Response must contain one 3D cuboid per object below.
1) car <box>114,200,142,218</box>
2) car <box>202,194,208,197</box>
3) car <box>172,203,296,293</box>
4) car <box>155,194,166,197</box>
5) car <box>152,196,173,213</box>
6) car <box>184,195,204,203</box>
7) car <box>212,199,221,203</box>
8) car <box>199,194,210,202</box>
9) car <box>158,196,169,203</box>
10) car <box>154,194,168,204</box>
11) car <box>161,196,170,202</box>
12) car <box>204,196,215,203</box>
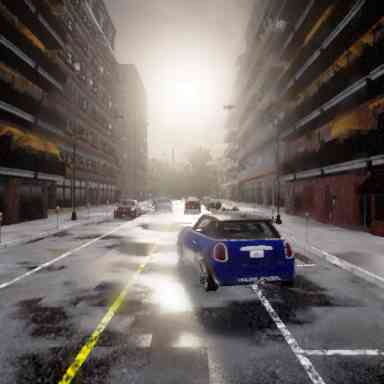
[{"bbox_3d":[-5.721,1.443,29.898,1.967,1.590,4.097,1,0,0],"label":"car"},{"bbox_3d":[2.796,1.533,52.315,1.752,1.417,4.829,1,0,0],"label":"car"},{"bbox_3d":[0.933,1.352,9.215,2.097,1.767,4.553,0,0,-12],"label":"car"},{"bbox_3d":[-5.855,1.560,57.739,2.008,1.369,4.403,1,0,0],"label":"car"},{"bbox_3d":[-3.118,1.530,37.499,1.812,1.442,4.674,0,0,0],"label":"car"},{"bbox_3d":[0.069,1.482,39.215,1.882,1.535,5.008,0,0,0],"label":"car"},{"bbox_3d":[2.690,1.527,24.474,1.752,1.417,4.829,1,0,0],"label":"car"},{"bbox_3d":[2.782,1.329,74.416,2.192,1.841,5.009,1,0,0],"label":"car"},{"bbox_3d":[-5.865,1.578,68.876,1.947,1.339,4.313,1,0,0],"label":"car"},{"bbox_3d":[-5.857,1.326,63.307,2.192,1.841,5.009,1,0,0],"label":"car"},{"bbox_3d":[-5.869,1.596,74.443,1.802,1.307,4.206,1,0,0],"label":"car"},{"bbox_3d":[2.739,1.571,41.650,1.947,1.339,4.313,1,0,0],"label":"car"}]
